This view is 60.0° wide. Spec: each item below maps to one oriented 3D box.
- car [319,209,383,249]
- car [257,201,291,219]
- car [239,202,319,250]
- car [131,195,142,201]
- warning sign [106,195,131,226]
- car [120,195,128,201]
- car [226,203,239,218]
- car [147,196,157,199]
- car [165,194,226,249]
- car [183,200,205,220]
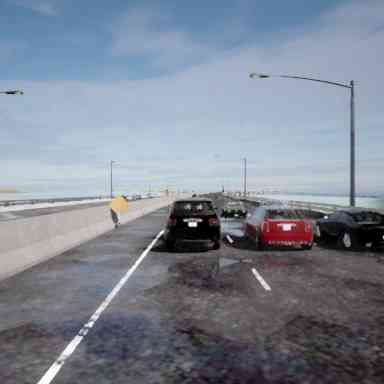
[{"bbox_3d":[7.040,1.484,14.502,1.882,1.535,5.008,0,0,0],"label":"car"},{"bbox_3d":[7.161,1.564,29.435,1.994,1.385,4.181,0,0,1],"label":"car"},{"bbox_3d":[3.540,1.365,14.491,2.097,1.767,4.553,0,0,0],"label":"car"},{"bbox_3d":[-12.900,1.405,77.892,2.128,1.511,4.902,0,0,2],"label":"car"},{"bbox_3d":[-4.478,1.112,20.456,1.300,1.860,1.060,0,0,0],"label":"warning sign"},{"bbox_3d":[-16.398,1.432,77.994,1.994,1.385,4.181,0,0,2],"label":"car"},{"bbox_3d":[3.661,1.608,29.503,1.895,1.301,4.718,0,0,1],"label":"car"},{"bbox_3d":[-9.402,1.475,77.761,1.895,1.301,4.718,0,0,2],"label":"car"},{"bbox_3d":[0.041,1.257,14.570,2.150,2.045,5.566,0,0,0],"label":"car"},{"bbox_3d":[0.161,1.525,29.511,1.812,1.442,4.674,0,0,1],"label":"car"}]
